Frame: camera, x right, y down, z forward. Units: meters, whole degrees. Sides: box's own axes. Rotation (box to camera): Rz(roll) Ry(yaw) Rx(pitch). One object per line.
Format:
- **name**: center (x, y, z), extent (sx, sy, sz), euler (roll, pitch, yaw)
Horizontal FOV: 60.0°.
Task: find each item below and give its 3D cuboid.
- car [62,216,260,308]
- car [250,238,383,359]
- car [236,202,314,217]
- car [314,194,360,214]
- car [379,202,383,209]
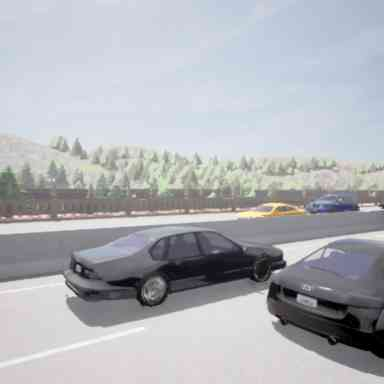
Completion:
- **car**: center (-0.142, 1.525, 7.886), extent (5.357, 1.411, 2.033), euler (0, 0, -35)
- **car**: center (3.311, 1.552, 5.991), extent (4.181, 1.385, 1.994), euler (0, 0, -35)
- **car**: center (4.848, 1.434, 20.114), extent (5.008, 1.535, 1.882), euler (0, 0, -35)
- **car**: center (12.766, 1.178, 29.847), extent (5.566, 2.045, 2.150), euler (0, 0, -34)
- **car**: center (26.692, 1.537, 43.677), extent (5.357, 1.411, 2.033), euler (0, 0, -34)
